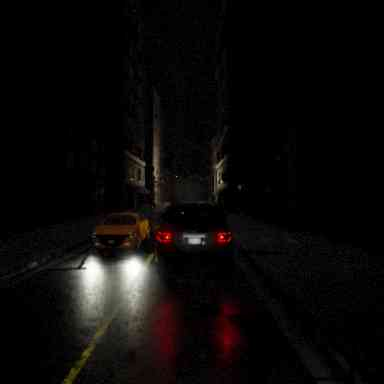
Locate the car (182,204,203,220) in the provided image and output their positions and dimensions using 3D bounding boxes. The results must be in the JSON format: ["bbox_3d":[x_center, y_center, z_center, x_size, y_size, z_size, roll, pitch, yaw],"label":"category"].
[{"bbox_3d":[0.080,1.959,34.438,2.033,1.411,5.357,0,-1,0],"label":"car"}]

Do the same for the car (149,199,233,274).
[{"bbox_3d":[0.073,1.362,11.166,2.150,2.045,5.566,0,0,0],"label":"car"}]

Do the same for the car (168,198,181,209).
[{"bbox_3d":[-3.032,2.040,58.830,2.097,1.767,4.553,0,-1,0],"label":"car"}]

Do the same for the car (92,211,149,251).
[{"bbox_3d":[-3.109,1.666,15.302,1.882,1.535,5.008,0,-1,0],"label":"car"}]
